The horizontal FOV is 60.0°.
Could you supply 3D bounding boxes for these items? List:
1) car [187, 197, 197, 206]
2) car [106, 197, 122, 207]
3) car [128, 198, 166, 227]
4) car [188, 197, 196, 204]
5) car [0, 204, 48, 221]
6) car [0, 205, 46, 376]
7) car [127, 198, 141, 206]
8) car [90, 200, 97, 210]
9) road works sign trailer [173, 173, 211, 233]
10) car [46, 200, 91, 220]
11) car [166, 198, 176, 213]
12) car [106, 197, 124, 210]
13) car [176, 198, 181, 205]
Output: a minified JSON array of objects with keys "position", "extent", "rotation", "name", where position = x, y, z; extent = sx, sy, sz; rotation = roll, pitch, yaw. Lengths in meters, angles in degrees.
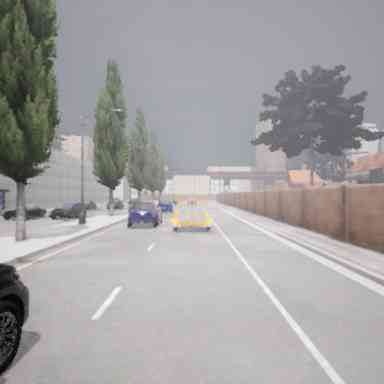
[{"position":[-0.002,2.108,67.008],"extent":[1.895,1.301,4.718],"rotation":[0,0,0],"name":"car"},{"position":[-15.013,1.839,64.182],"extent":[2.097,1.767,4.553],"rotation":[0,0,0],"name":"car"},{"position":[-3.401,1.541,24.885],"extent":[2.097,1.767,4.553],"rotation":[0,0,0],"name":"car"},{"position":[-0.002,1.995,77.086],"extent":[1.882,1.535,5.008],"rotation":[0,0,0],"name":"car"},{"position":[-15.099,1.831,30.224],"extent":[1.895,1.301,4.718],"rotation":[0,0,0],"name":"car"},{"position":[-3.400,1.241,2.399],"extent":[2.150,2.045,5.566],"rotation":[0,0,0],"name":"car"},{"position":[-11.506,2.013,66.202],"extent":[1.837,1.490,4.892],"rotation":[0,0,0],"name":"car"},{"position":[-15.079,1.888,47.824],"extent":[1.812,1.442,4.674],"rotation":[0,-1,0],"name":"car"},{"position":[0.000,0.623,20.888],"extent":[2.380,3.560,2.880],"rotation":[0,0,0],"name":"road works sign trailer"},{"position":[-11.599,1.786,31.349],"extent":[2.033,1.411,5.357],"rotation":[0,0,0],"name":"car"},{"position":[-3.401,1.803,42.825],"extent":[1.882,1.535,5.008],"rotation":[0,0,0],"name":"car"},{"position":[-11.572,1.874,50.138],"extent":[2.128,1.511,4.902],"rotation":[0,-1,0],"name":"car"},{"position":[-3.502,2.083,73.553],"extent":[2.128,1.511,4.902],"rotation":[0,0,0],"name":"car"}]
